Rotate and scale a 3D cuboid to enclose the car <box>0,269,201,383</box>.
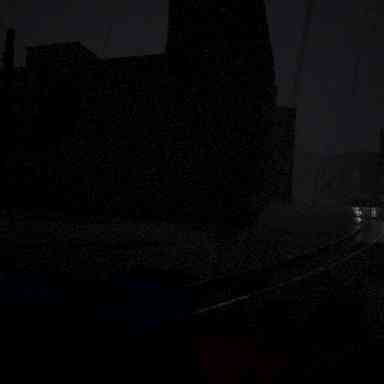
[{"bbox_3d":[-2.235,1.491,2.619,5.008,1.535,1.882,0,0,-37],"label":"car"}]

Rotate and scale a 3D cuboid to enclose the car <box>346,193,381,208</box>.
[{"bbox_3d":[18.534,0.838,36.752,1.812,1.442,4.674,3,2,6],"label":"car"}]

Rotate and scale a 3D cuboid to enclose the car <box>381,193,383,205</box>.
[{"bbox_3d":[22.216,0.700,36.367,2.150,2.045,5.566,3,2,8],"label":"car"}]
